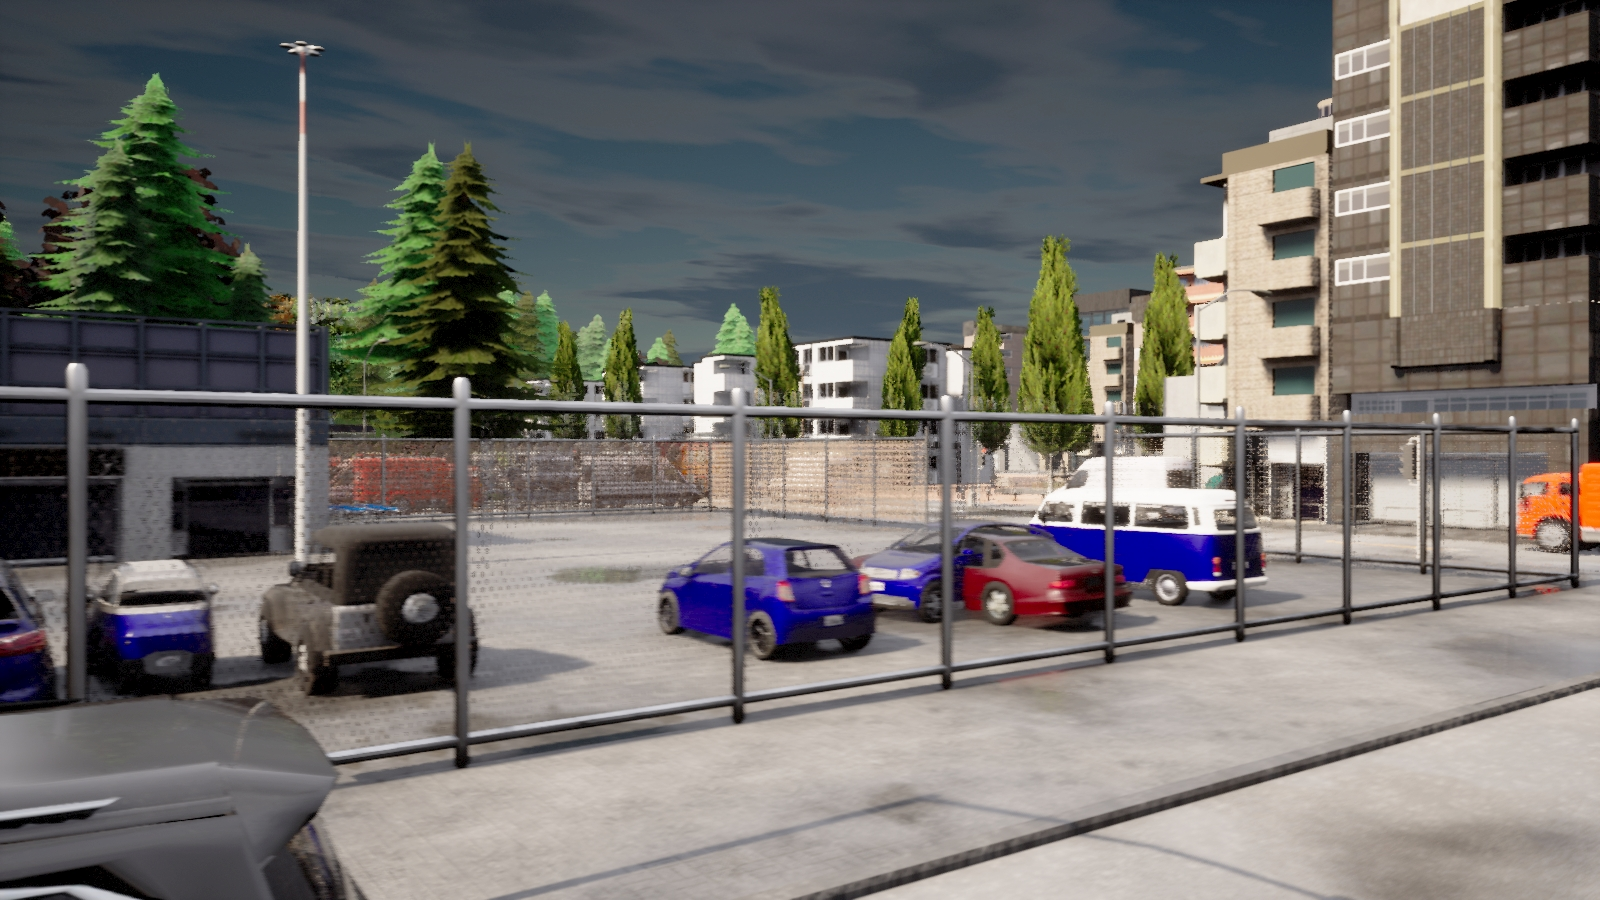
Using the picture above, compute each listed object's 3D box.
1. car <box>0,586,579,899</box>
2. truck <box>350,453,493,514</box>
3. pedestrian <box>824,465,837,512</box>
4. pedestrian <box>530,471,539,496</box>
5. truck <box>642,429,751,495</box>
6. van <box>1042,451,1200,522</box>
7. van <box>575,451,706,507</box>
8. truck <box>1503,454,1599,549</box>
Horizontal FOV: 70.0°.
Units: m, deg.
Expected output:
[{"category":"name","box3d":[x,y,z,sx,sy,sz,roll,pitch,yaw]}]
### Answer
[{"category":"car","box3d":[-3.422,1.559,2.010,5.566,2.045,2.150,0,0,-35]},{"category":"truck","box3d":[-16.040,1.348,48.475,5.204,2.467,2.627,0,0,-35]},{"category":"pedestrian","box3d":[1.201,1.516,45.011,0.375,1.860,0.375,0,0,-42]},{"category":"pedestrian","box3d":[-14.220,1.804,61.146,0.375,1.300,0.375,0,0,-37]},{"category":"truck","box3d":[-6.509,0.671,70.443,2.891,3.827,8.468,0,0,-35]},{"category":"van","box3d":[12.261,1.314,44.087,1.988,2.561,5.915,0,0,-35]},{"category":"van","box3d":[-7.542,1.314,54.464,5.915,2.561,1.988,0,0,-36]},{"category":"truck","box3d":[21.998,1.348,30.217,2.627,2.467,5.204,0,0,-35]}]
